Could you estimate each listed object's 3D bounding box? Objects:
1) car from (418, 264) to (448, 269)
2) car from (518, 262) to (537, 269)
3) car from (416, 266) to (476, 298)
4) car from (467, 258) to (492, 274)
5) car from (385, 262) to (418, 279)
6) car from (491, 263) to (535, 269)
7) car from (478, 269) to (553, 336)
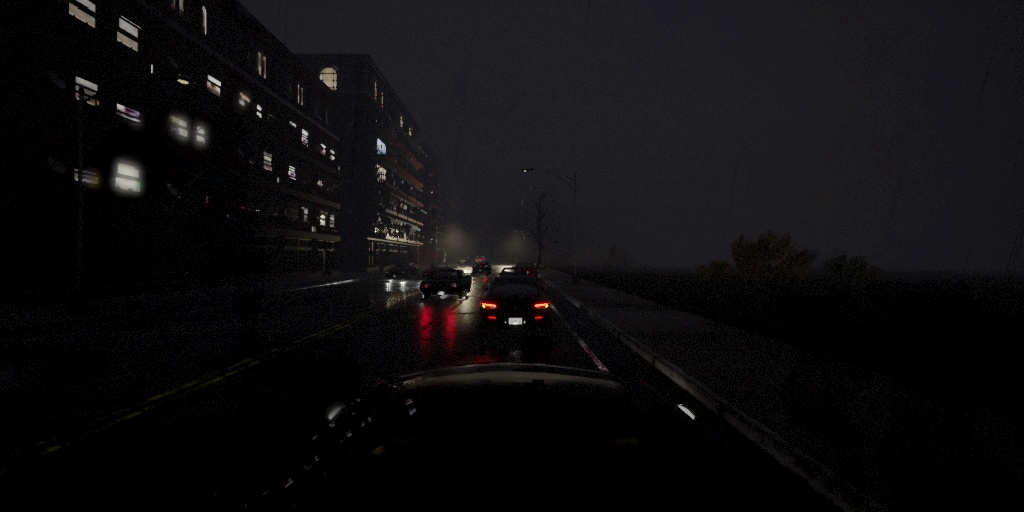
[{"bbox_3d":[-6.667,1.354,32.192,1.895,1.301,4.718,0,0,0],"label":"car"},{"bbox_3d":[1.075,1.231,29.945,1.882,1.535,5.008,0,0,0],"label":"car"},{"bbox_3d":[-3.188,1.353,18.281,1.895,1.301,4.718,0,0,0],"label":"car"},{"bbox_3d":[-3.230,1.246,38.878,2.128,1.511,4.902,0,0,0],"label":"car"},{"bbox_3d":[-9.917,1.300,32.912,2.033,1.411,5.357,0,0,0],"label":"car"},{"bbox_3d":[0.060,1.317,20.417,1.994,1.385,4.181,0,0,0],"label":"car"},{"bbox_3d":[0.073,1.277,10.250,1.812,1.442,4.674,0,0,0],"label":"car"}]
